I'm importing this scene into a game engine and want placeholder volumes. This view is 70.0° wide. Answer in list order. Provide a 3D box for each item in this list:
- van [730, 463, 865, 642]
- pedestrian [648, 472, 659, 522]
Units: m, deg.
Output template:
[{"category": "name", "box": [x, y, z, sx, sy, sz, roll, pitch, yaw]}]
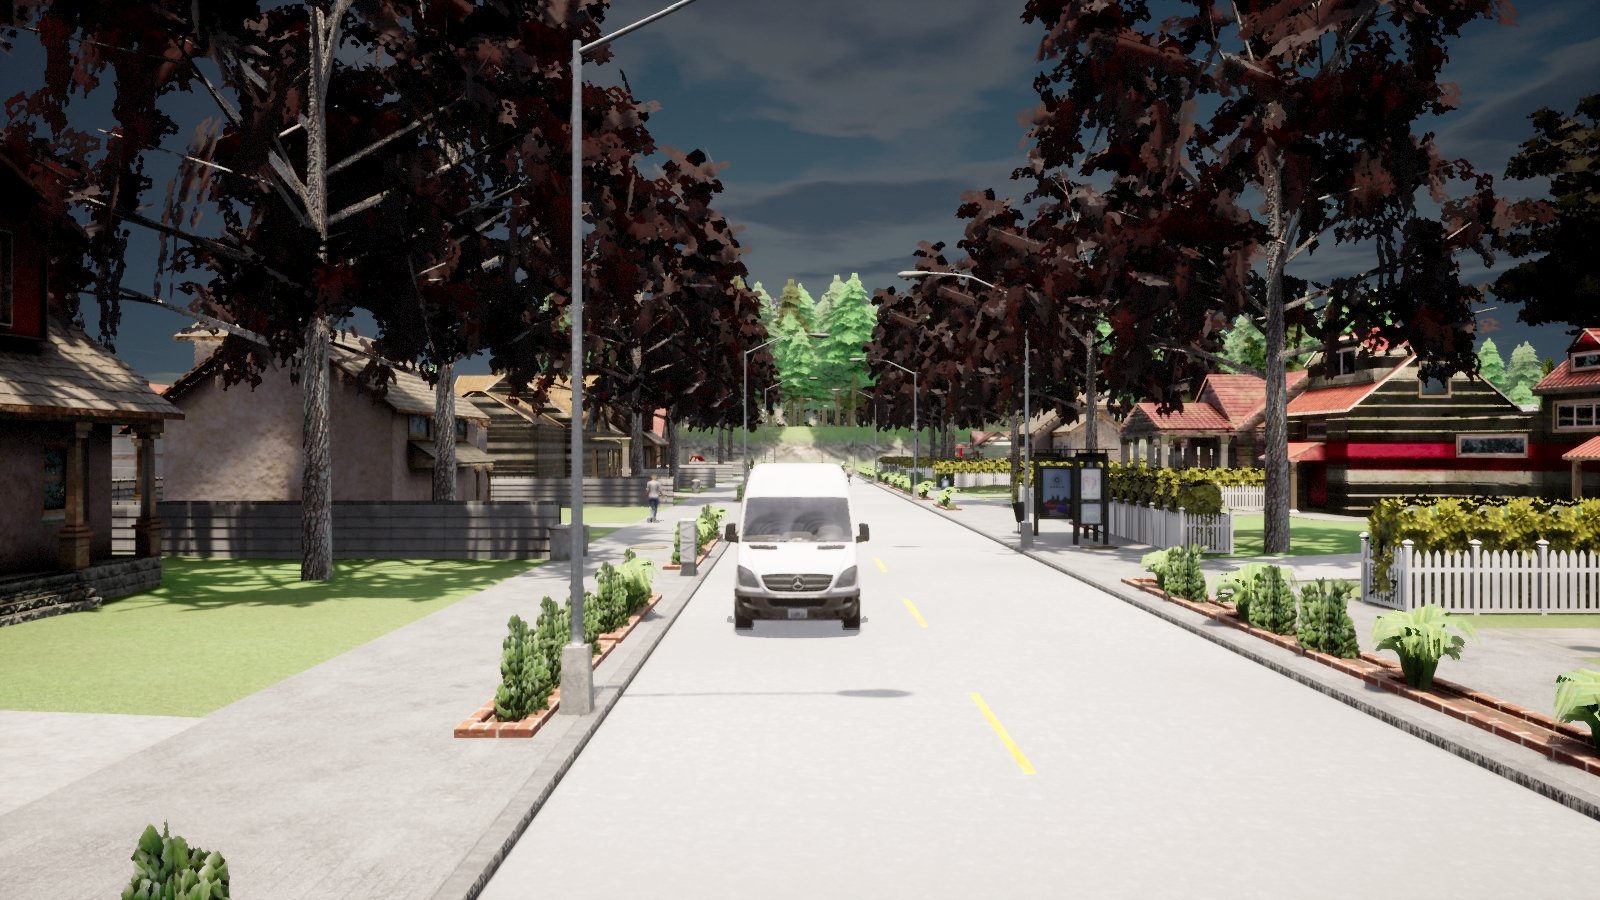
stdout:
[{"category": "van", "box": [-0.039, 1.534, 19.744, 1.988, 2.561, 5.915, 0, 0, 0]}, {"category": "pedestrian", "box": [-5.469, 1.743, 42.690, 0.375, 1.860, 0.375, 0, 0, 2]}]
